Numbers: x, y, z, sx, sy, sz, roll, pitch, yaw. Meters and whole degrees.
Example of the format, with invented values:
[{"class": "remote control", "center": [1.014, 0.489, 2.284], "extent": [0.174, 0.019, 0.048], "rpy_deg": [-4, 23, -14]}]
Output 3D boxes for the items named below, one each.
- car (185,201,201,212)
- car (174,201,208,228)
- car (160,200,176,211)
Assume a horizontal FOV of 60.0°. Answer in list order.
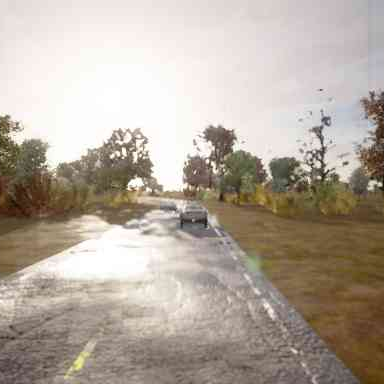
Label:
[{"class": "car", "center": [0.106, 1.800, 42.023], "extent": [1.895, 1.301, 4.718], "rpy_deg": [0, 0, 0]}, {"class": "car", "center": [0.104, 1.609, 23.528], "extent": [2.128, 1.511, 4.902], "rpy_deg": [0, 0, 0]}, {"class": "car", "center": [-2.998, 1.770, 43.079], "extent": [1.994, 1.385, 4.181], "rpy_deg": [0, 0, 0]}]
